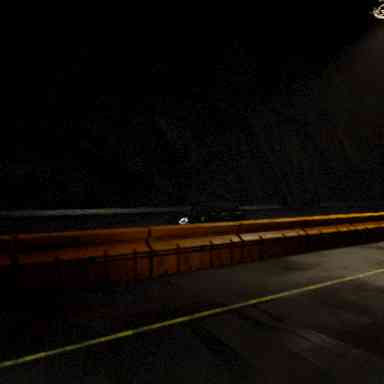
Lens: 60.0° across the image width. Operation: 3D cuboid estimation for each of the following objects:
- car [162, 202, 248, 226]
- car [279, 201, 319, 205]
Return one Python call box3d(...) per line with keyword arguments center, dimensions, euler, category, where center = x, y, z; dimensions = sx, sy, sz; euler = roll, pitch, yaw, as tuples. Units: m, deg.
box3d(center=(0.736, 1.349, 17.082), dimensions=(4.553, 1.767, 2.097), euler=(0, 0, -33), category="car")
box3d(center=(12.064, 1.189, 37.068), dimensions=(5.357, 1.411, 2.033), euler=(0, 0, -34), category="car")
